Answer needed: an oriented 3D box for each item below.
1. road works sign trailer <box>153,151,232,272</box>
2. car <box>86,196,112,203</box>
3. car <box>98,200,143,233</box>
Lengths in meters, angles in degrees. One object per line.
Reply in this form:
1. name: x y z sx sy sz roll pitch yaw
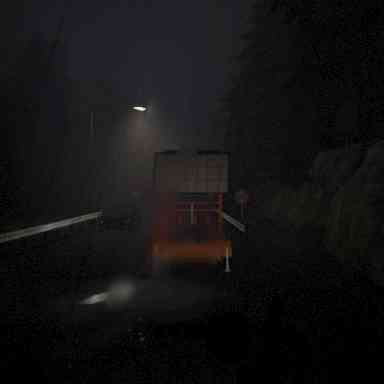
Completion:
1. road works sign trailer: 0.003 0.464 10.807 2.380 3.560 2.880 0 0 0
2. car: -18.383 1.492 65.850 4.902 1.511 2.128 0 0 0
3. car: -4.143 1.477 19.827 1.882 1.535 5.008 0 0 0
